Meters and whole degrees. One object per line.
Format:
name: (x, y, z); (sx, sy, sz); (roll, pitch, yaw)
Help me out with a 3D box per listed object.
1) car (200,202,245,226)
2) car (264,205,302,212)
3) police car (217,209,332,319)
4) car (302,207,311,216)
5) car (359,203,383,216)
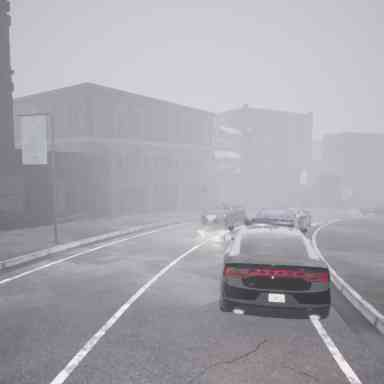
car: (2.210, 1.421, 22.284); (2.128, 1.511, 4.902); (2, 1, 27)
car: (4.259, 1.520, 16.678); (1.882, 1.535, 5.008); (2, 0, 21)
police car: (1.745, 1.433, 7.663); (1.930, 1.638, 5.238); (1, 0, 10)
car: (6.619, 1.612, 21.847); (1.812, 1.442, 4.674); (2, 1, 28)
car: (22.481, 2.105, 40.376); (5.357, 1.411, 2.033); (2, 3, -32)
